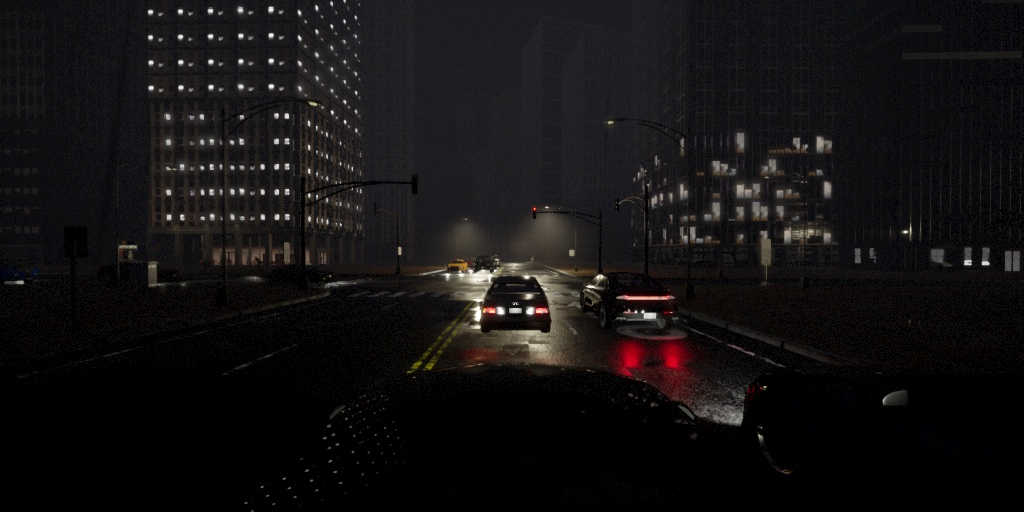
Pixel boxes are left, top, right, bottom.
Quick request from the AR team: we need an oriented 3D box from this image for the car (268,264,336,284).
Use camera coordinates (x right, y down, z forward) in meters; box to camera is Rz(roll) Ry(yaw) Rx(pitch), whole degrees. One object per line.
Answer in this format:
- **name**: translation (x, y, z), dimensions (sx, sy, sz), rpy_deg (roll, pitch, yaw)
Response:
- **car**: translation (-15.035, 1.250, 25.762), dimensions (4.181, 1.385, 1.994), rpy_deg (0, 0, 1)

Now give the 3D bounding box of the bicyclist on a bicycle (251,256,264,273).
- **bicyclist on a bicycle**: translation (-24.659, 0.867, 34.749), dimensions (0.582, 1.620, 1.656), rpy_deg (0, 1, 1)

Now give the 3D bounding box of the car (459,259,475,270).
- **car**: translation (-6.526, 1.223, 52.660), dimensions (1.812, 1.442, 4.674), rpy_deg (0, 0, 0)

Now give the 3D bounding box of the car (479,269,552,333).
- **car**: translation (0.111, 1.294, 10.713), dimensions (2.033, 1.411, 5.357), rpy_deg (0, 0, 1)

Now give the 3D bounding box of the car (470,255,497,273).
- **car**: translation (-3.291, 0.937, 42.924), dimensions (2.150, 2.045, 5.566), rpy_deg (0, 0, 0)

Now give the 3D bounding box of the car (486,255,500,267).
- **car**: translation (-3.253, 0.896, 63.106), dimensions (2.150, 2.045, 5.566), rpy_deg (0, 0, 0)

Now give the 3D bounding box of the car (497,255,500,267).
- **car**: translation (-3.276, 1.048, 52.878), dimensions (2.097, 1.767, 4.553), rpy_deg (0, 0, 0)

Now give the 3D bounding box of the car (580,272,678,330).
- **car**: translation (3.359, 1.238, 11.125), dimensions (2.128, 1.511, 4.902), rpy_deg (0, 0, 0)

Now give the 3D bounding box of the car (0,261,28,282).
- **car**: translation (-39.177, 1.098, 26.410), dimensions (4.674, 1.442, 1.812), rpy_deg (1, 0, 2)

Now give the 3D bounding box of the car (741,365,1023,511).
- **car**: translation (3.354, 1.314, 1.969), dimensions (1.994, 1.385, 4.181), rpy_deg (0, 0, 0)

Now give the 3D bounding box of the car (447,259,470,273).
- **car**: translation (-6.540, 1.193, 43.248), dimensions (1.882, 1.535, 5.008), rpy_deg (0, 0, 0)

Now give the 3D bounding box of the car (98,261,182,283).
- **car**: translation (-26.973, 1.108, 26.073), dimensions (5.008, 1.535, 1.882), rpy_deg (1, 0, 2)

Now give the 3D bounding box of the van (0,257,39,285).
- **van**: translation (-33.905, 0.959, 23.672), dimensions (3.998, 1.789, 1.690), rpy_deg (0, 0, 2)
